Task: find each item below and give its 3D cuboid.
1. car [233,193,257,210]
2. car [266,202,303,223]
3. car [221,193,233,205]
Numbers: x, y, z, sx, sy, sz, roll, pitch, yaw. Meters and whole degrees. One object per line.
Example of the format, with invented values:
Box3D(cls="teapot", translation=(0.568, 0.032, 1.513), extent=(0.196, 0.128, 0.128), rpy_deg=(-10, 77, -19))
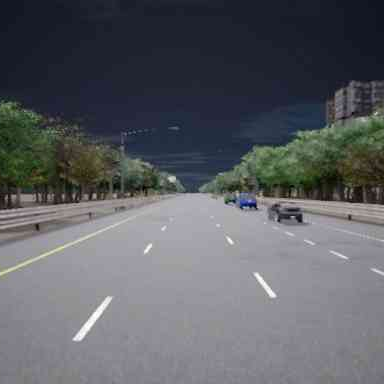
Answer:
Box3D(cls="car", translation=(7.056, 1.269, 43.305), extent=(2.150, 2.045, 5.566), rpy_deg=(0, 0, 0))
Box3D(cls="car", translation=(7.015, 1.514, 25.513), extent=(1.837, 1.490, 4.892), rpy_deg=(0, 0, 0))
Box3D(cls="car", translation=(7.132, 1.272, 61.737), extent=(2.150, 2.045, 5.566), rpy_deg=(0, 0, 0))
